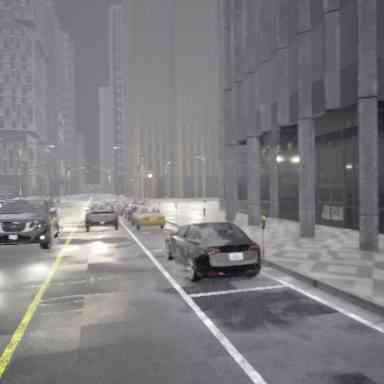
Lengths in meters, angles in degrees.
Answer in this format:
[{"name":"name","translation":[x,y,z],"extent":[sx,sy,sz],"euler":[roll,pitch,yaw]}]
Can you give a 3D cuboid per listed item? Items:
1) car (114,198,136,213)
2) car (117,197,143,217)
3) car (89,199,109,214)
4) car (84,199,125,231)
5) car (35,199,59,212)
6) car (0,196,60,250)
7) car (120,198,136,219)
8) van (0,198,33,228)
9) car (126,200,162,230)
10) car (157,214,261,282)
[{"name":"car","translation":[-7.471,1.437,36.655],"extent":[2.008,1.369,4.403],"euler":[-1,0,-16]},{"name":"car","translation":[-5.893,1.338,31.239],"extent":[1.967,1.590,4.097],"euler":[-1,0,-16]},{"name":"car","translation":[-10.135,1.529,36.199],"extent":[1.895,1.301,4.718],"euler":[-1,0,-16]},{"name":"car","translation":[-5.546,1.453,20.446],"extent":[2.128,1.511,4.902],"euler":[-1,1,-16]},{"name":"car","translation":[-17.234,1.562,39.682],"extent":[2.008,1.369,4.403],"euler":[-1,0,-16]},{"name":"car","translation":[-7.093,1.241,14.427],"extent":[2.150,2.045,5.566],"euler":[-1,0,-16]},{"name":"car","translation":[-4.312,1.459,25.824],"extent":[2.008,1.369,4.403],"euler":[-1,0,-16]},{"name":"van","translation":[-12.498,1.386,23.435],"extent":[1.690,1.788,3.998],"euler":[-1,0,-16]},{"name":"car","translation":[-2.780,1.444,20.572],"extent":[1.752,1.417,4.829],"euler":[-1,0,-16]},{"name":"car","translation":[0.427,1.503,9.579],"extent":[1.947,1.339,4.313],"euler":[-1,0,-16]}]
